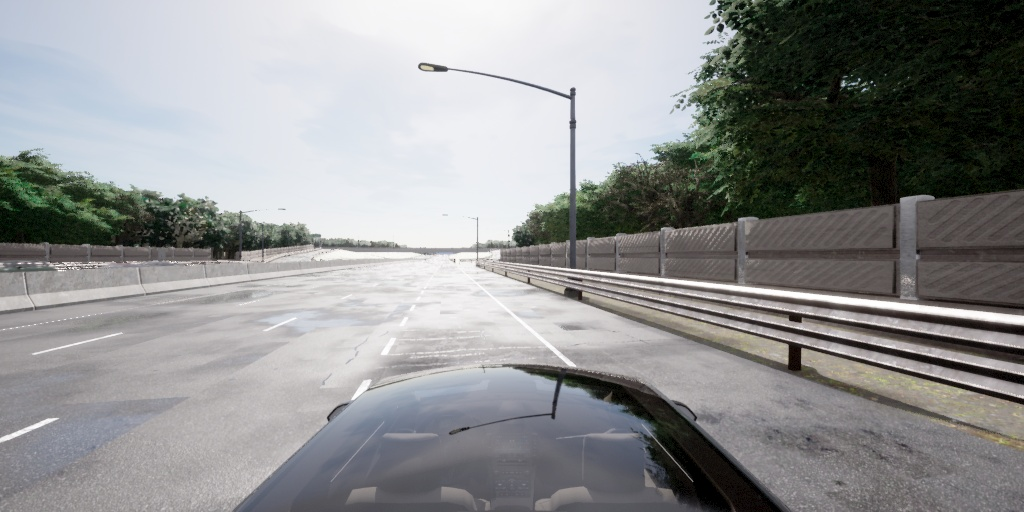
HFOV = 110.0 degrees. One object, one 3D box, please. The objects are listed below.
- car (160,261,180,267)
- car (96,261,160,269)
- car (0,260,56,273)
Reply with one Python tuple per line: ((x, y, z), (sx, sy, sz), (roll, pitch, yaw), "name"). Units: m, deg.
((-34.468, 1.248, 34.445), (1.882, 1.535, 5.008), (0, 0, -10), "car")
((-29.516, 1.286, 26.900), (1.812, 1.442, 4.674), (0, 0, -11), "car")
((-36.488, 1.111, 26.117), (2.097, 1.767, 4.553), (0, 0, -10), "car")
